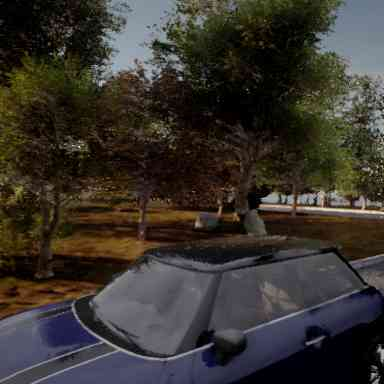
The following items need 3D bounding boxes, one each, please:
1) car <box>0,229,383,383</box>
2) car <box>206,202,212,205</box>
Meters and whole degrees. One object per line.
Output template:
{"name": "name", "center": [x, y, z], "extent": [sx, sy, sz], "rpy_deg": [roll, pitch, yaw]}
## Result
{"name": "car", "center": [0.056, 1.350, 3.386], "extent": [4.553, 1.767, 2.097], "rpy_deg": [0, 0, -35]}
{"name": "car", "center": [0.485, 0.811, 39.880], "extent": [5.357, 1.411, 2.033], "rpy_deg": [1, 0, 30]}
